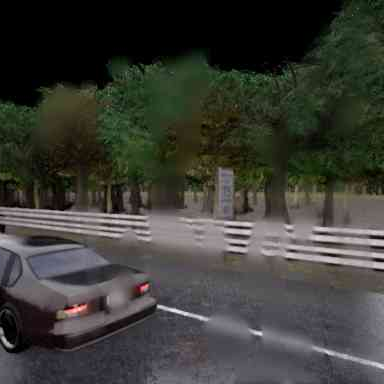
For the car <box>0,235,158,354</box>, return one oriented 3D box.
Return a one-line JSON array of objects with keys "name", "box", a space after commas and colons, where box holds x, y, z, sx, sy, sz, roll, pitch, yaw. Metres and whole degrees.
[{"name": "car", "box": [-3.100, 1.536, 6.102, 5.357, 1.411, 2.033, 0, 0, 36]}]
